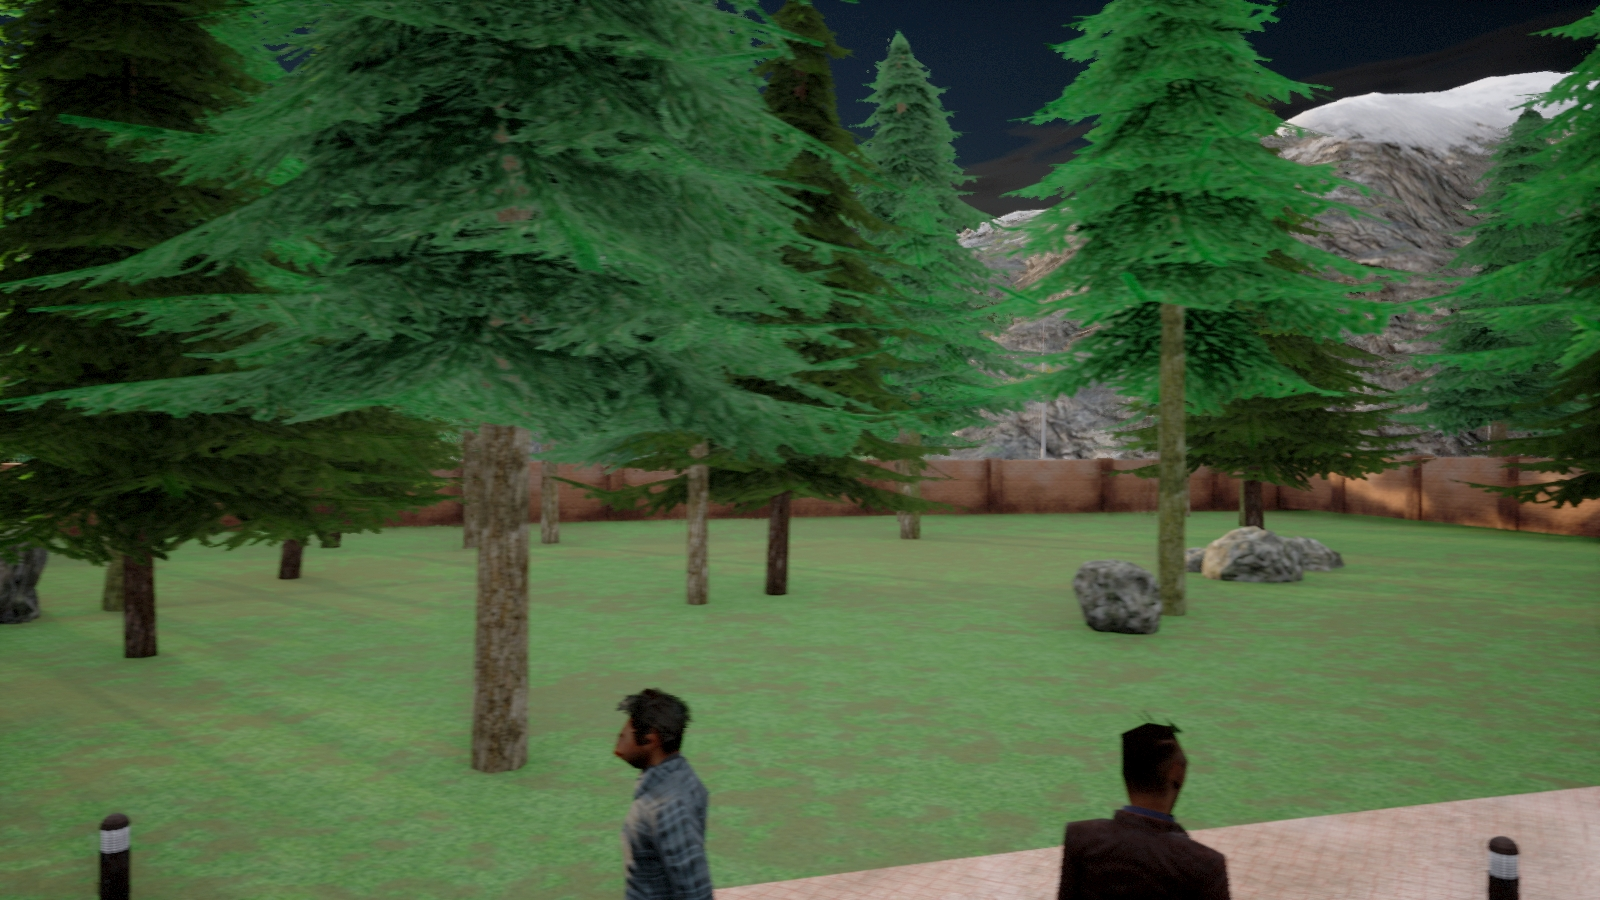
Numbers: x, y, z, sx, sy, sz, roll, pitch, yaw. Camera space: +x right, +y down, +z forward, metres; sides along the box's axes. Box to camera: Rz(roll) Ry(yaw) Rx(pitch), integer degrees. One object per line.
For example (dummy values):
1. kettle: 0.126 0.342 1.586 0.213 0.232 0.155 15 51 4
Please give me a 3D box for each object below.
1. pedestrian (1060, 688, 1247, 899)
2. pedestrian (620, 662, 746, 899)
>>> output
1. pedestrian: 1.002 1.662 3.243 0.375 1.860 0.375 0 0 45
2. pedestrian: -0.374 1.664 3.760 0.375 1.860 0.375 0 0 0
